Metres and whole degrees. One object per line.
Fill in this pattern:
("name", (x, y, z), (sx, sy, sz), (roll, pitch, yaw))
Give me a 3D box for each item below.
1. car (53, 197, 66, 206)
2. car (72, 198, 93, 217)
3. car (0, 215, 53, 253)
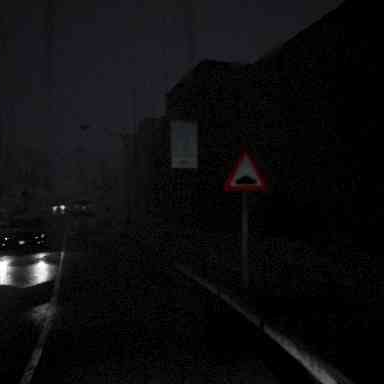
("car", (-21.929, 1.497, 55.060), (2.033, 1.411, 5.357), (-1, 3, -19))
("car", (-13.099, 1.758, 39.859), (2.150, 2.045, 5.566), (-1, 2, -20))
("car", (-7.960, 1.936, 16.246), (1.837, 1.490, 4.892), (-1, -1, -20))
